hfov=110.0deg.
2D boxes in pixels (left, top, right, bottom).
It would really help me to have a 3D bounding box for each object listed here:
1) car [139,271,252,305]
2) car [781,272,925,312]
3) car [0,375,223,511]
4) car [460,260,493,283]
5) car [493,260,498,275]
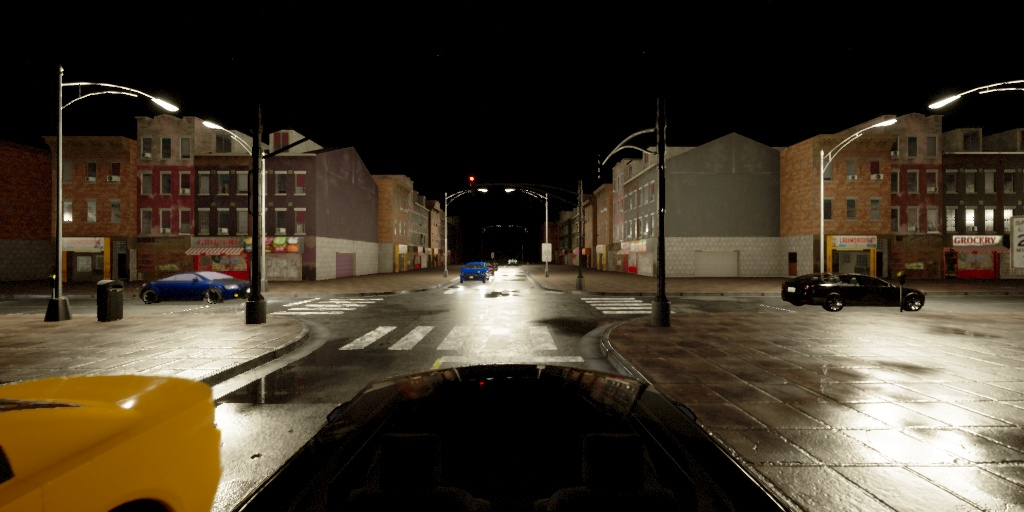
[{"bbox_3d":[-13.598,1.354,15.783,4.181,1.385,1.994,0,0,-1],"label":"car"},{"bbox_3d":[12.359,1.266,13.176,4.313,1.339,1.948,0,0,0],"label":"car"},{"bbox_3d":[-2.845,1.227,0.245,1.882,1.535,5.008,0,0,0],"label":"car"},{"bbox_3d":[-2.822,1.238,27.920,1.882,1.535,5.008,0,0,1],"label":"car"},{"bbox_3d":[-2.832,1.332,37.871,1.994,1.385,4.181,0,0,0],"label":"car"}]
